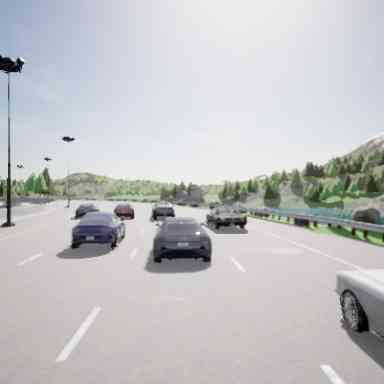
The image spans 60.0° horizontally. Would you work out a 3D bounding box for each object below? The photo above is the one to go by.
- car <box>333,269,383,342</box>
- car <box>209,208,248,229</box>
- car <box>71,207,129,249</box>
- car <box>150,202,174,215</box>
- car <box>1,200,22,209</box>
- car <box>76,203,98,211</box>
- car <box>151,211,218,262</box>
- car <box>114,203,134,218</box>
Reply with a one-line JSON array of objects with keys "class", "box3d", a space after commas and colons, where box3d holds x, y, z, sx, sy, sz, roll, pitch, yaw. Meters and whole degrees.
[{"class": "car", "box3d": [3.504, 1.597, 3.893, 1.895, 1.301, 4.718, 0, 0, -1]}, {"class": "car", "box3d": [2.137, 1.696, 22.017, 1.895, 1.301, 4.718, 0, 0, -7]}, {"class": "car", "box3d": [-4.132, 1.629, 15.117, 1.812, 1.442, 4.674, 0, 0, -5]}, {"class": "car", "box3d": [-2.709, 1.662, 30.438, 2.128, 1.511, 4.902, 0, 0, -10]}, {"class": "car", "box3d": [-24.469, 1.895, 45.268, 1.837, 1.490, 4.892, 0, 0, -16]}, {"class": "car", "box3d": [-10.275, 1.798, 32.839, 1.994, 1.385, 4.181, 0, 0, -11]}, {"class": "car", "box3d": [-0.436, 1.630, 12.461, 1.994, 1.385, 4.181, 0, 0, -4]}, {"class": "car", "box3d": [-6.655, 1.771, 32.532, 1.994, 1.385, 4.181, 0, 0, -11]}]
